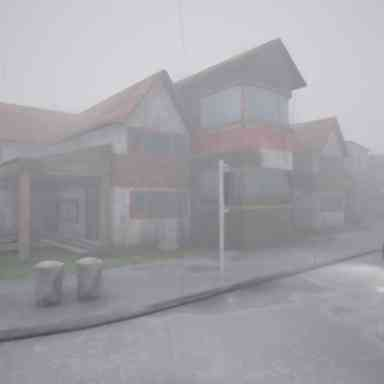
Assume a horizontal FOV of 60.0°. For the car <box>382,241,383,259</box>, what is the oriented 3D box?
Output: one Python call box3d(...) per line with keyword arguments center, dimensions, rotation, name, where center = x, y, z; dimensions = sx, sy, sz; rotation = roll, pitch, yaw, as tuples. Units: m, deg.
box3d(center=(8.626, 1.727, 12.154), dimensions=(4.674, 1.442, 1.812), rotation=(1, -1, -41), name="car")
